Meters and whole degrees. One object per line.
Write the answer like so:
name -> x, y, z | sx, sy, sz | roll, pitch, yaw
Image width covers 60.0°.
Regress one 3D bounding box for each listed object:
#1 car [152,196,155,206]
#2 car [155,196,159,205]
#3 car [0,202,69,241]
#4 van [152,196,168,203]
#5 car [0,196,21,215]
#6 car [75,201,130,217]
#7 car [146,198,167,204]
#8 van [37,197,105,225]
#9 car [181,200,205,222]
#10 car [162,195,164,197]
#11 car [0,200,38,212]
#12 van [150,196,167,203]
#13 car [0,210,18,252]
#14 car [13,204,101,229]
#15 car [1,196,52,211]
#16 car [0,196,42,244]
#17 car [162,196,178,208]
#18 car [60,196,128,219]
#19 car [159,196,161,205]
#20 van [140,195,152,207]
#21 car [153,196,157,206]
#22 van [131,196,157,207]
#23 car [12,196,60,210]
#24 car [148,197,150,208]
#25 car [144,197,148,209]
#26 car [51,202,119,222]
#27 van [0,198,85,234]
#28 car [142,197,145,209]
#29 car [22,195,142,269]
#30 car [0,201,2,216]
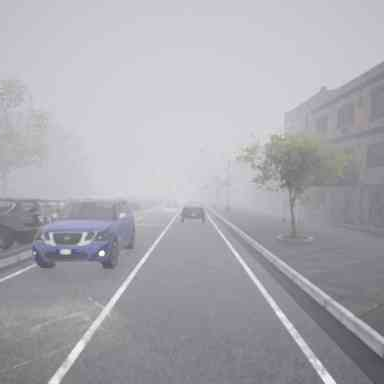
car -> -8.858, 1.870, 52.967 | 4.792, 1.488, 2.163 | 0, -1, 0
car -> -8.889, 1.899, 58.573 | 5.008, 1.535, 2.097 | 0, -1, 0
car -> -8.813, 1.405, 16.528 | 4.553, 1.767, 2.185 | 0, 0, 0
van -> -9.059, 2.055, 95.014 | 4.442, 1.987, 1.878 | 0, 0, 0
car -> -21.917, 1.424, 35.964 | 5.566, 2.045, 2.435 | 0, 0, 0
car -> -8.857, 1.654, 33.352 | 4.892, 1.521, 2.231 | 0, 0, 0
car -> -8.922, 2.165, 83.801 | 4.892, 1.521, 2.231 | 0, -1, 0
van -> -8.967, 1.366, 24.939 | 4.442, 1.987, 1.878 | 0, 0, 0
car -> 0.101, 1.622, 27.699 | 1.882, 1.535, 5.008 | 0, -1, 0
car -> -8.878, 1.891, 69.787 | 4.553, 1.767, 2.185 | 0, -1, 0
car -> -21.949, 1.763, 41.409 | 4.674, 1.452, 2.002 | 0, -1, 0
van -> -9.052, 1.997, 89.410 | 4.442, 1.987, 1.878 | 0, -1, 0
car -> -8.850, 1.498, 10.921 | 4.892, 1.521, 2.231 | 0, 0, 0
car -> -8.842, 1.572, 22.135 | 4.892, 1.521, 2.231 | 0, 0, 0
car -> -21.927, 1.501, 44.319 | 5.566, 2.045, 2.435 | 0, -1, 0
car -> -8.872, 1.262, 13.728 | 5.566, 2.045, 2.435 | 0, 0, 0
car -> -3.304, 1.881, 54.981 | 2.128, 1.511, 4.902 | 0, -1, 0
car -> -8.886, 1.381, 30.547 | 5.566, 2.045, 2.435 | 0, 0, 0
car -> -8.933, 1.833, 64.181 | 4.553, 1.767, 2.185 | 0, -1, 0
van -> -8.767, 1.586, 50.166 | 4.442, 1.987, 1.878 | 0, -1, 0
car -> -8.862, 1.900, 55.770 | 4.792, 1.488, 2.163 | 0, -1, 0
van -> -8.782, 1.703, 61.379 | 4.442, 1.987, 1.878 | 0, -1, 0
car -> -21.931, 1.529, 46.981 | 5.566, 2.045, 2.435 | 0, -1, 0
car -> -8.909, 1.812, 47.360 | 4.792, 1.488, 2.163 | 0, -1, 0
car -> -9.062, 1.750, 44.557 | 5.366, 1.575, 1.946 | 0, -1, 0
car -> -8.849, 1.612, 27.741 | 5.008, 1.535, 2.097 | 0, 0, 0
van -> -8.730, 1.325, 19.333 | 4.442, 1.987, 1.878 | 0, 0, 0
car -> -8.867, 1.725, 41.758 | 5.008, 1.535, 2.097 | 0, -1, 0
car -> -3.349, 1.252, 11.578 | 2.150, 2.045, 5.566 | 0, 0, 0
car -> -21.970, 1.683, 33.178 | 4.792, 1.488, 2.163 | 0, 0, 0
